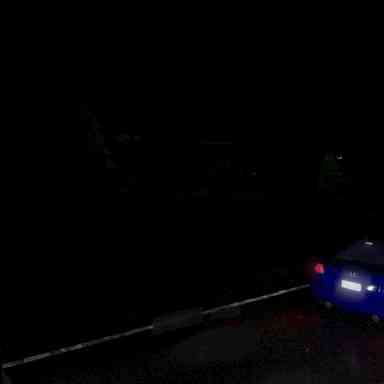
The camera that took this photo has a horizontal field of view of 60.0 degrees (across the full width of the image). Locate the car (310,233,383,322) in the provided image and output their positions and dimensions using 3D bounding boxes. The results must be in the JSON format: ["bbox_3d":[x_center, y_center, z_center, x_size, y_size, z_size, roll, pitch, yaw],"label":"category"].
[{"bbox_3d":[4.338,1.564,6.837,4.181,1.385,1.994,0,0,-36],"label":"car"}]

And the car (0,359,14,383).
[{"bbox_3d":[-3.339,1.601,1.368,4.718,1.301,1.895,0,0,-35],"label":"car"}]
